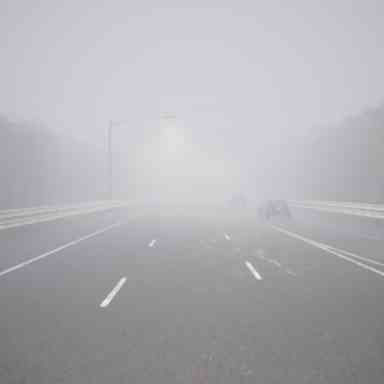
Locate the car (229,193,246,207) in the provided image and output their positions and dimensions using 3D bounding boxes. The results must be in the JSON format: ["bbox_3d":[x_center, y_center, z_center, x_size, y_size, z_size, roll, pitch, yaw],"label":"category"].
[{"bbox_3d":[7.058,1.234,51.661,2.150,2.045,5.566,0,0,0],"label":"car"}]

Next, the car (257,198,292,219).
[{"bbox_3d":[7.016,1.343,28.719,2.097,1.767,4.553,0,0,0],"label":"car"}]

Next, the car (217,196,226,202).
[{"bbox_3d":[7.203,1.709,80.962,1.882,1.535,5.008,0,-1,0],"label":"car"}]
